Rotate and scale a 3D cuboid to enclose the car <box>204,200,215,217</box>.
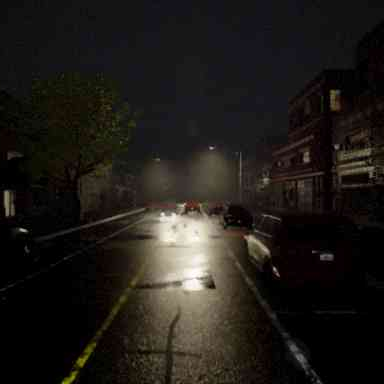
[{"bbox_3d":[2.690,1.923,36.733,1.887,1.381,4.507,-1,-1,0],"label":"car"}]

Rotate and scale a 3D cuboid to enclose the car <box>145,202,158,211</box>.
[{"bbox_3d":[-5.689,2.074,47.821,1.802,1.307,4.206,-1,-1,0],"label":"car"}]

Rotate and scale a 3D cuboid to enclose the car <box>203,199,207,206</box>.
[{"bbox_3d":[2.693,2.188,64.622,1.752,1.417,4.829,-1,-1,0],"label":"car"}]

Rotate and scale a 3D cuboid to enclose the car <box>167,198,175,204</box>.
[{"bbox_3d":[-5.686,2.384,92.172,1.967,1.590,4.097,-1,-1,0],"label":"car"}]

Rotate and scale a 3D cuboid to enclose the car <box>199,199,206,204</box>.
[{"bbox_3d":[2.695,2.431,86.627,1.887,1.381,4.507,-1,-1,0],"label":"car"}]

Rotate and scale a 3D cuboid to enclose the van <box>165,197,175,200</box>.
[{"bbox_3d":[-5.689,2.172,81.085,1.690,1.788,3.998,-1,-1,0],"label":"van"}]

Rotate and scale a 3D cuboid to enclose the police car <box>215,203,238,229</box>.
[{"bbox_3d":[3.001,1.670,23.705,1.930,1.638,5.238,0,-1,0],"label":"police car"}]

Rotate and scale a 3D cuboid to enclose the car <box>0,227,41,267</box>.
[{"bbox_3d":[-5.693,1.660,9.015,1.947,1.339,4.313,-1,-1,0],"label":"car"}]

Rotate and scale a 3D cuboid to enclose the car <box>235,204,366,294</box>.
[{"bbox_3d":[2.686,1.409,9.017,2.192,1.841,5.009,-1,-1,0],"label":"car"}]

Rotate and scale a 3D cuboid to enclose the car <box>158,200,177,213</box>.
[{"bbox_3d":[-3.086,2.058,44.482,1.895,1.301,4.718,0,-1,0],"label":"car"}]

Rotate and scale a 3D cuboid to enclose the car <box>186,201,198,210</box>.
[{"bbox_3d":[0.005,2.123,54.473,1.994,1.385,4.181,0,-1,0],"label":"car"}]

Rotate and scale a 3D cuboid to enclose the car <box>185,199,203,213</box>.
[{"bbox_3d":[0.058,1.925,43.478,1.882,1.535,5.008,0,-1,0],"label":"car"}]

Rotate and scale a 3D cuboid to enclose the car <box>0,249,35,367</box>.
[{"bbox_3d":[-3.102,1.528,2.100,1.837,1.490,4.892,0,-1,0],"label":"car"}]
